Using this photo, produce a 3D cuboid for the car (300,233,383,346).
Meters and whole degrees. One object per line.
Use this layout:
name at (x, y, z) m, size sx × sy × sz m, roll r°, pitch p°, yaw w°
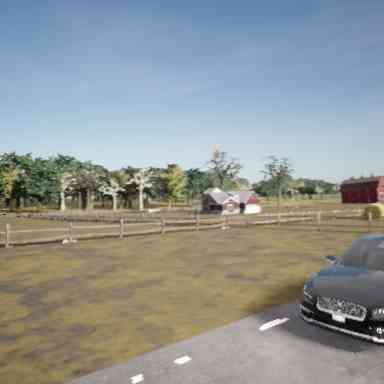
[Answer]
car at (4.013, 1.619, 6.497) m, size 4.892 × 1.490 × 1.837 m, roll 0°, pitch -1°, yaw -40°
